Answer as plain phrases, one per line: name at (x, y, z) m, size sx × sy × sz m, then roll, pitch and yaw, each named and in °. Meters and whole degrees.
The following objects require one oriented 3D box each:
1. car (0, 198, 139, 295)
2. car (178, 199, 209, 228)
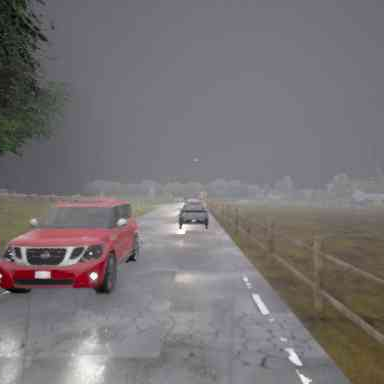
car at (-2.845, 1.228, 9.114) m, size 2.150 × 2.045 × 5.566 m, roll 0°, pitch 0°, yaw 0°
car at (0.107, 1.489, 21.958) m, size 2.128 × 1.511 × 4.902 m, roll 0°, pitch 0°, yaw 0°
